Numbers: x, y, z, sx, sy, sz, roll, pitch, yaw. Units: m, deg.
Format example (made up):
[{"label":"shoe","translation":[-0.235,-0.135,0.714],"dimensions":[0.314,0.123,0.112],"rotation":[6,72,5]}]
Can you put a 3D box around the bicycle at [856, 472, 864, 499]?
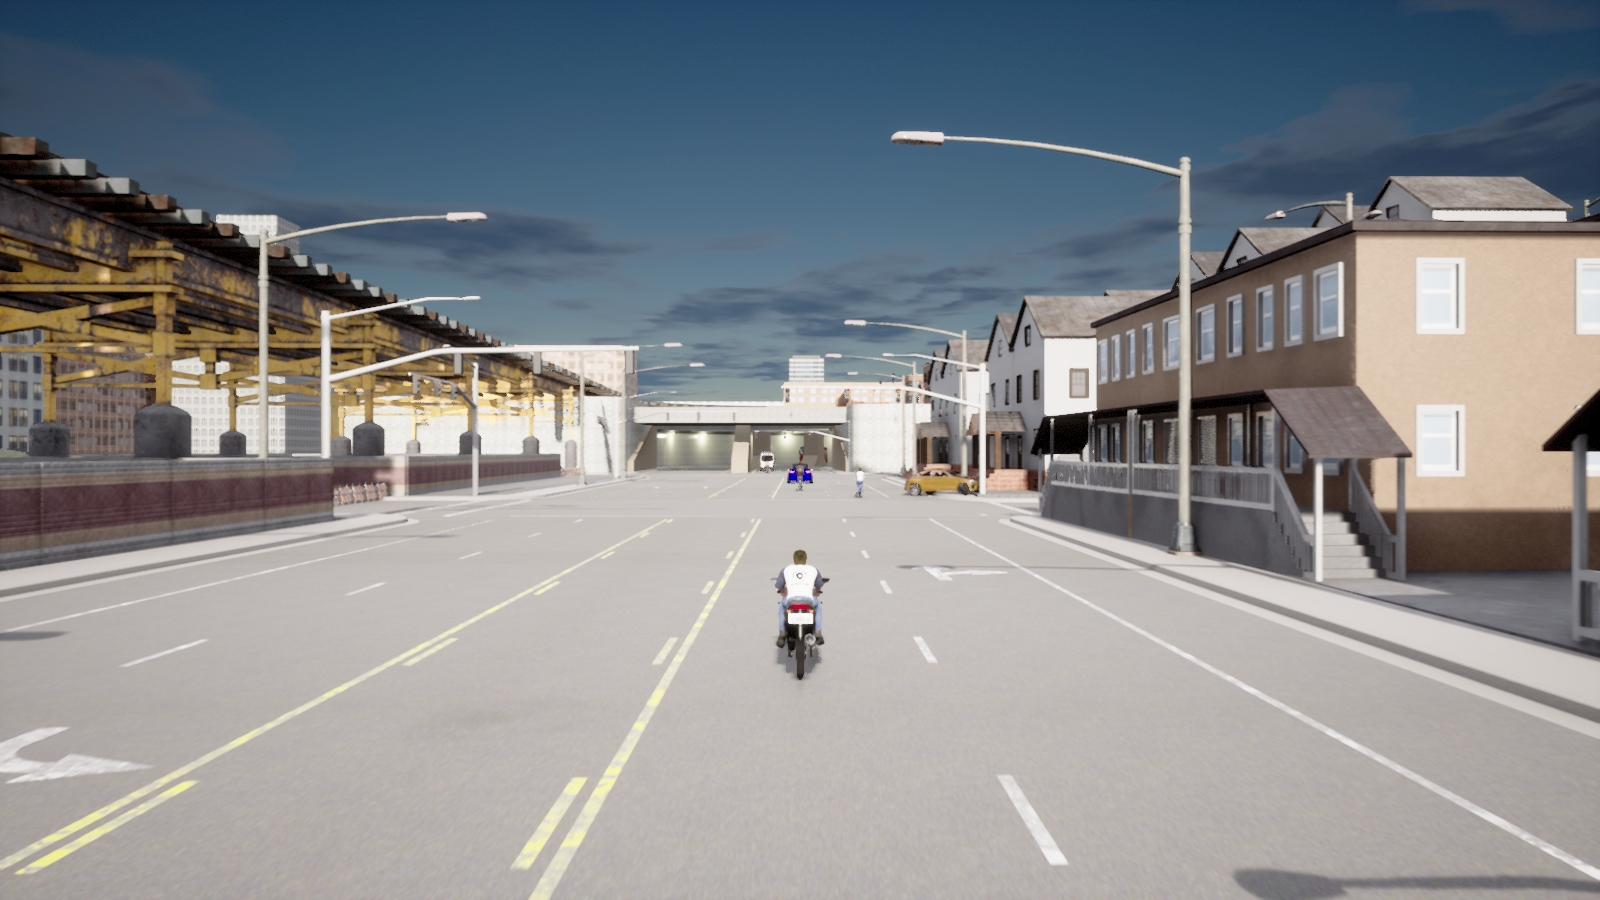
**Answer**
[{"label":"bicycle","translation":[3.508,2.064,66.843],"dimensions":[0.373,1.521,1.643],"rotation":[0,0,0]}]

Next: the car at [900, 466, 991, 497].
[{"label":"car","translation":[8.814,1.928,69.349],"dimensions":[5.027,1.651,2.152],"rotation":[-3,0,36]}]

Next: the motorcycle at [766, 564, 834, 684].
[{"label":"motorcycle","translation":[0.002,2.177,14.636],"dimensions":[0.803,1.224,2.033],"rotation":[0,0,0]}]
